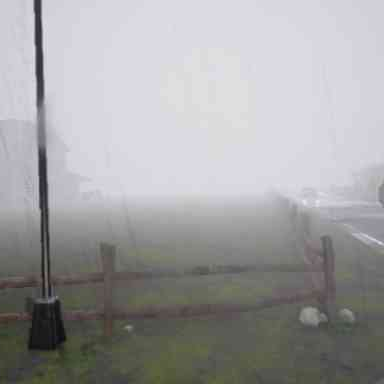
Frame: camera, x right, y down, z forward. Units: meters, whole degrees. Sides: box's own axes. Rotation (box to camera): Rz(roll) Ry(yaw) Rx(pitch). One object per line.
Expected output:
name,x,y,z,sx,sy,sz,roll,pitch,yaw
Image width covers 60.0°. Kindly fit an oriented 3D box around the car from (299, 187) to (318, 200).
car,14.604,0.061,41.832,1.812,1.442,4.674,-3,1,12
